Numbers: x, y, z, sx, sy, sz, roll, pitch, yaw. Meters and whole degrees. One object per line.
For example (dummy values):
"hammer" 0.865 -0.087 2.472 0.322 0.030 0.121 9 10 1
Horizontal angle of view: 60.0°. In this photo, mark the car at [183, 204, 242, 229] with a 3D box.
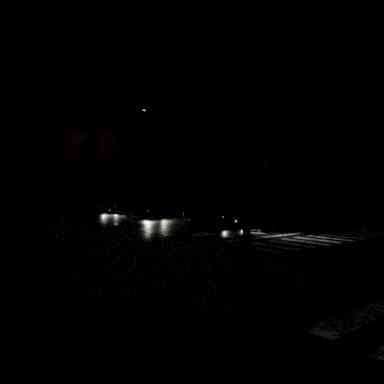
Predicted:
"car" 1.281 1.554 22.559 2.128 1.511 4.902 0 0 -36

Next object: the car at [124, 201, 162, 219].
"car" -4.547 1.579 30.666 1.882 1.535 5.008 0 0 -35

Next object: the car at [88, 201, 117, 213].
"car" -10.454 1.741 38.897 1.895 1.301 4.718 0 0 -36
